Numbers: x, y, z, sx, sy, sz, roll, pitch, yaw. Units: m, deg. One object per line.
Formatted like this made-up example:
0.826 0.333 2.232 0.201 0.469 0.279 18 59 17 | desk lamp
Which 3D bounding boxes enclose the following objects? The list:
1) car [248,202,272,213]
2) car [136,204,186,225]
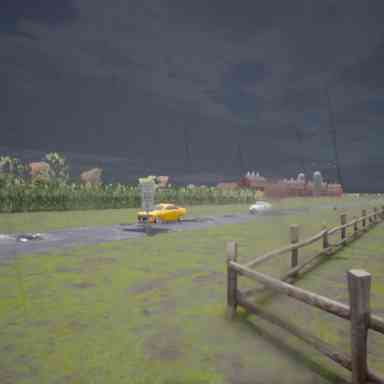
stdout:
9.262 2.032 44.439 1.812 1.442 4.674 0 -1 34 | car
-2.413 1.735 27.108 1.882 1.535 5.008 0 0 34 | car
